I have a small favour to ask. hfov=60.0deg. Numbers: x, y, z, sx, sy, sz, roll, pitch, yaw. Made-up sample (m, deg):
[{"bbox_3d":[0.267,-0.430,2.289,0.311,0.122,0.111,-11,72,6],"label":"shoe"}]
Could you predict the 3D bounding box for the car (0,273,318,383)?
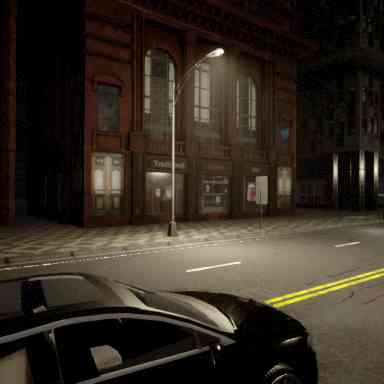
[{"bbox_3d":[-0.947,1.492,2.765,4.902,1.511,2.128,0,0,-35],"label":"car"}]
